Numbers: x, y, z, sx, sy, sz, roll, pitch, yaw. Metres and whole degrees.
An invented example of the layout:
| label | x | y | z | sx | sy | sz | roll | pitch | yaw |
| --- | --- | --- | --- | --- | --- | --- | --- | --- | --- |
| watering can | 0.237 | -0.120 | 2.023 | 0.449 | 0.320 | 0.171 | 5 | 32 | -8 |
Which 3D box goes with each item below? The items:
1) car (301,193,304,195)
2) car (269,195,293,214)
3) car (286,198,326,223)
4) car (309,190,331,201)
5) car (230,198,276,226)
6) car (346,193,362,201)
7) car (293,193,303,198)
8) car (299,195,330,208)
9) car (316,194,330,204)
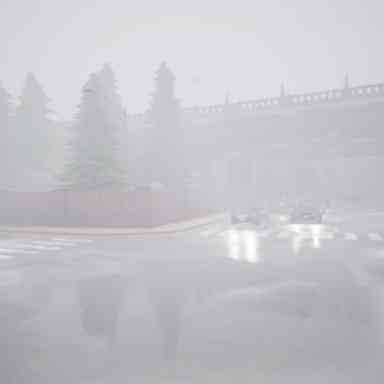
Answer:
| label | x | y | z | sx | sy | sz | roll | pitch | yaw |
| --- | --- | --- | --- | --- | --- | --- | --- | --- | --- |
| car | 16.008 | 0.935 | 50.313 | 2.097 | 1.767 | 4.553 | -1 | 0 | 24 |
| car | 8.167 | 1.146 | 32.360 | 2.097 | 1.767 | 4.553 | -1 | 0 | 24 |
| car | 8.119 | 1.383 | 23.434 | 1.994 | 1.385 | 4.181 | -1 | 0 | 23 |
| car | 15.877 | 0.830 | 41.293 | 2.150 | 2.045 | 5.566 | -1 | 0 | 24 |
| car | 4.047 | 1.399 | 22.857 | 2.128 | 1.511 | 4.902 | -1 | 0 | 24 |
| car | 28.982 | 0.850 | 59.660 | 1.994 | 1.385 | 4.181 | -1 | 0 | 37 |
| car | 12.102 | 1.236 | 41.337 | 2.033 | 1.411 | 5.357 | -1 | 0 | 24 |
| car | 11.784 | 1.268 | 31.909 | 2.033 | 1.411 | 5.357 | -1 | 0 | 23 |
| car | 20.063 | 1.023 | 50.838 | 1.812 | 1.442 | 4.674 | -1 | 0 | 24 |
